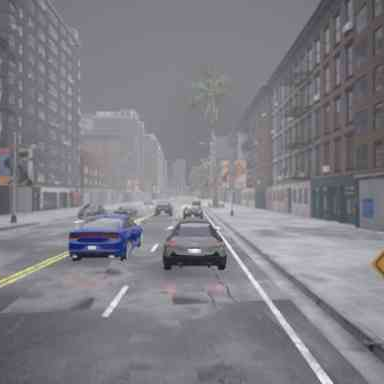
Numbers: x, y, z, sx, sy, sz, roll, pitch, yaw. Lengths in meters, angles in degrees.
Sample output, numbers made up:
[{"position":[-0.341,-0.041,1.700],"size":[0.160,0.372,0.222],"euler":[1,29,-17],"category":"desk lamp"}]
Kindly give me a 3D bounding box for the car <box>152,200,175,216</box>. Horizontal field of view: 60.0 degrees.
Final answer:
[{"position":[-3.150,1.961,38.162],"size":[1.837,1.490,4.892],"euler":[0,-1,0],"category":"car"}]

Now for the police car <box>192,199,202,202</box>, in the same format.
[{"position":[0.975,2.260,69.222],"size":[1.930,1.638,5.238],"euler":[0,-1,0],"category":"police car"}]

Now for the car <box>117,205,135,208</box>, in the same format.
[{"position":[-6.599,1.997,32.984],"size":[1.895,1.301,4.718],"euler":[0,-1,0],"category":"car"}]

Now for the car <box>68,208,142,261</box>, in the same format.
[{"position":[-3.159,1.630,13.013],"size":[1.882,1.535,5.008],"euler":[0,0,0],"category":"car"}]

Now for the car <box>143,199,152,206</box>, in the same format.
[{"position":[-9.750,2.378,74.363],"size":[1.837,1.490,4.892],"euler":[0,-1,0],"category":"car"}]

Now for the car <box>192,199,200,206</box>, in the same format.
[{"position":[0.975,2.412,79.302],"size":[1.801,1.575,5.366],"euler":[0,-1,0],"category":"car"}]

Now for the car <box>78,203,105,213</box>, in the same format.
[{"position":[-9.847,1.902,33.061],"size":[1.837,1.490,4.892],"euler":[0,-1,0],"category":"car"}]

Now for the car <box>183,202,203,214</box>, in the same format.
[{"position":[0.100,2.010,34.035],"size":[1.895,1.301,4.718],"euler":[0,-1,0],"category":"car"}]

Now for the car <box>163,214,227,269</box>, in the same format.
[{"position":[0.087,1.701,11.682],"size":[1.994,1.385,4.181],"euler":[0,-1,0],"category":"car"}]

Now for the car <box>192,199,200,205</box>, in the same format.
[{"position":[0.975,2.484,85.301],"size":[1.801,1.575,5.366],"euler":[0,-1,0],"category":"car"}]

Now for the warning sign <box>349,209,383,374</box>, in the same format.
[{"position":[2.850,1.162,4.120],"size":[1.300,1.860,1.060],"euler":[0,-1,0],"category":"warning sign"}]
